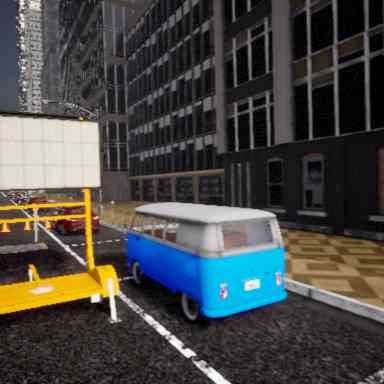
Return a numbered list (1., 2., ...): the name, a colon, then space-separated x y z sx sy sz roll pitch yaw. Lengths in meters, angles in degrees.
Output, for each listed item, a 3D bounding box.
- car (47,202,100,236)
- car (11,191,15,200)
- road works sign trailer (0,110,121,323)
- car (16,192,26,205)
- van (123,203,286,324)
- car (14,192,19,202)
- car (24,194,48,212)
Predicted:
1. car: -5.766 1.293 16.459 1.802 1.307 4.206 -2 2 -30
2. car: -28.748 0.723 55.771 1.967 1.590 4.097 -2 2 -30
3. road works sign trailer: -2.889 0.368 6.125 2.380 3.560 2.880 -2 2 -30
4. car: -20.128 1.006 41.031 2.008 1.369 4.403 -2 2 -30
5. van: -0.029 1.152 6.624 1.690 1.788 3.998 -2 2 -30
6. car: -23.001 0.950 45.945 2.008 1.369 4.403 -2 2 -30
7. car: -14.383 1.142 31.202 1.802 1.307 4.206 -2 2 -30
